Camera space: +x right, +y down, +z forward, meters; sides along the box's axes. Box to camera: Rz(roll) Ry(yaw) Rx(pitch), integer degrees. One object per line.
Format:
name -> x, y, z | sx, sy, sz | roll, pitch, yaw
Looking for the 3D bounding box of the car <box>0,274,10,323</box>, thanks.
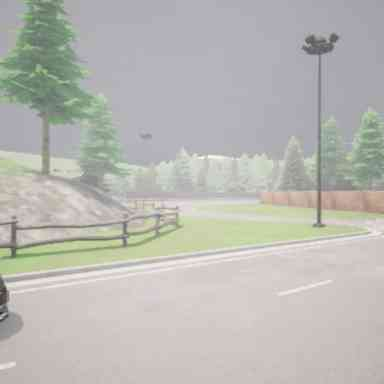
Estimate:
car -> -5.181, 1.482, 4.350 | 4.902, 1.511, 2.128 | 0, 0, -35
